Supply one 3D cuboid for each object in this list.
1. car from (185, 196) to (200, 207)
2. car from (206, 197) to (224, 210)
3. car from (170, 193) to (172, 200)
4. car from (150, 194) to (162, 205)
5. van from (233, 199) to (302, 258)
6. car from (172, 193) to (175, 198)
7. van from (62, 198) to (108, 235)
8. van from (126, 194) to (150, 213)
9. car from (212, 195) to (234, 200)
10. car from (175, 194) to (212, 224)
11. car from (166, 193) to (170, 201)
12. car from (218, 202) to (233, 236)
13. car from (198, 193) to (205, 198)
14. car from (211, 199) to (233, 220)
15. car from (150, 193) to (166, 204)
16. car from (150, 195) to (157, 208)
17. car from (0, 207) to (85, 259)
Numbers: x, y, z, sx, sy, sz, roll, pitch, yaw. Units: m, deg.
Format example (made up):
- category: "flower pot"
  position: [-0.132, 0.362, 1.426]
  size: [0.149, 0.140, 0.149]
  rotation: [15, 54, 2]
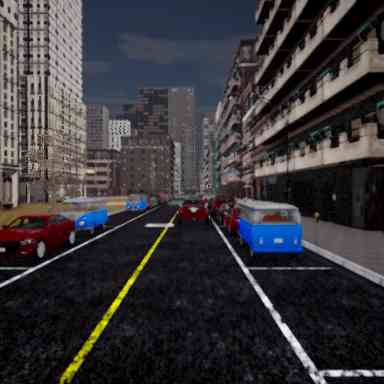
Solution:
- category: "car"
  position: [0.109, 1.318, 46.310]
  size: [1.994, 1.385, 4.181]
  rotation: [0, 0, 0]
- category: "car"
  position: [2.692, 1.351, 39.835]
  size: [1.947, 1.339, 4.313]
  rotation: [0, 0, 0]
- category: "car"
  position: [-5.683, 1.206, 67.476]
  size: [2.008, 1.369, 4.403]
  rotation: [0, 0, 0]
- category: "car"
  position: [-5.687, 1.309, 45.366]
  size: [2.008, 1.369, 4.403]
  rotation: [0, 0, 0]
- category: "van"
  position: [2.686, 1.272, 12.196]
  size: [1.690, 1.788, 3.998]
  rotation: [0, 0, 0]
- category: "car"
  position: [-5.681, 1.045, 78.530]
  size: [1.967, 1.590, 4.097]
  rotation: [0, 0, 0]
- category: "van"
  position: [-5.693, 1.242, 17.727]
  size: [1.690, 1.788, 3.998]
  rotation: [0, 0, 0]
- category: "van"
  position: [-5.690, 1.155, 34.309]
  size: [1.690, 1.788, 3.998]
  rotation: [0, 0, 0]
- category: "car"
  position: [2.688, 1.157, 28.780]
  size: [2.192, 1.841, 5.009]
  rotation: [0, 0, 0]
- category: "car"
  position: [0.105, 1.219, 23.747]
  size: [2.097, 1.767, 4.553]
  rotation: [0, 0, 0]
- category: "car"
  position: [-5.684, 1.225, 61.948]
  size: [1.887, 1.381, 4.507]
  rotation: [0, 0, 0]
- category: "car"
  position: [2.688, 1.445, 17.726]
  size: [1.887, 1.381, 4.507]
  rotation: [0, 0, 0]
- category: "car"
  position: [2.703, 1.080, 95.110]
  size: [1.887, 1.381, 4.507]
  rotation: [0, 0, 0]
- category: "car"
  position: [2.689, 1.422, 23.253]
  size: [2.008, 1.369, 4.403]
  rotation: [0, 0, 0]
- category: "car"
  position: [-5.688, 1.047, 50.892]
  size: [2.192, 1.841, 5.009]
  rotation: [0, 0, 0]
- category: "car"
  position: [-5.688, 1.368, 39.838]
  size: [1.802, 1.307, 4.206]
  rotation: [0, 0, 0]
- category: "car"
  position: [-5.693, 1.476, 12.200]
  size: [1.887, 1.381, 4.507]
  rotation: [0, 0, 0]
